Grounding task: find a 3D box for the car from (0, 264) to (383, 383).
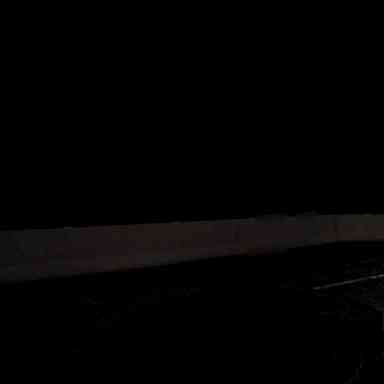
[{"bbox_3d":[-0.068,1.559,3.573,5.357,1.411,2.033,0,0,-34],"label":"car"}]
